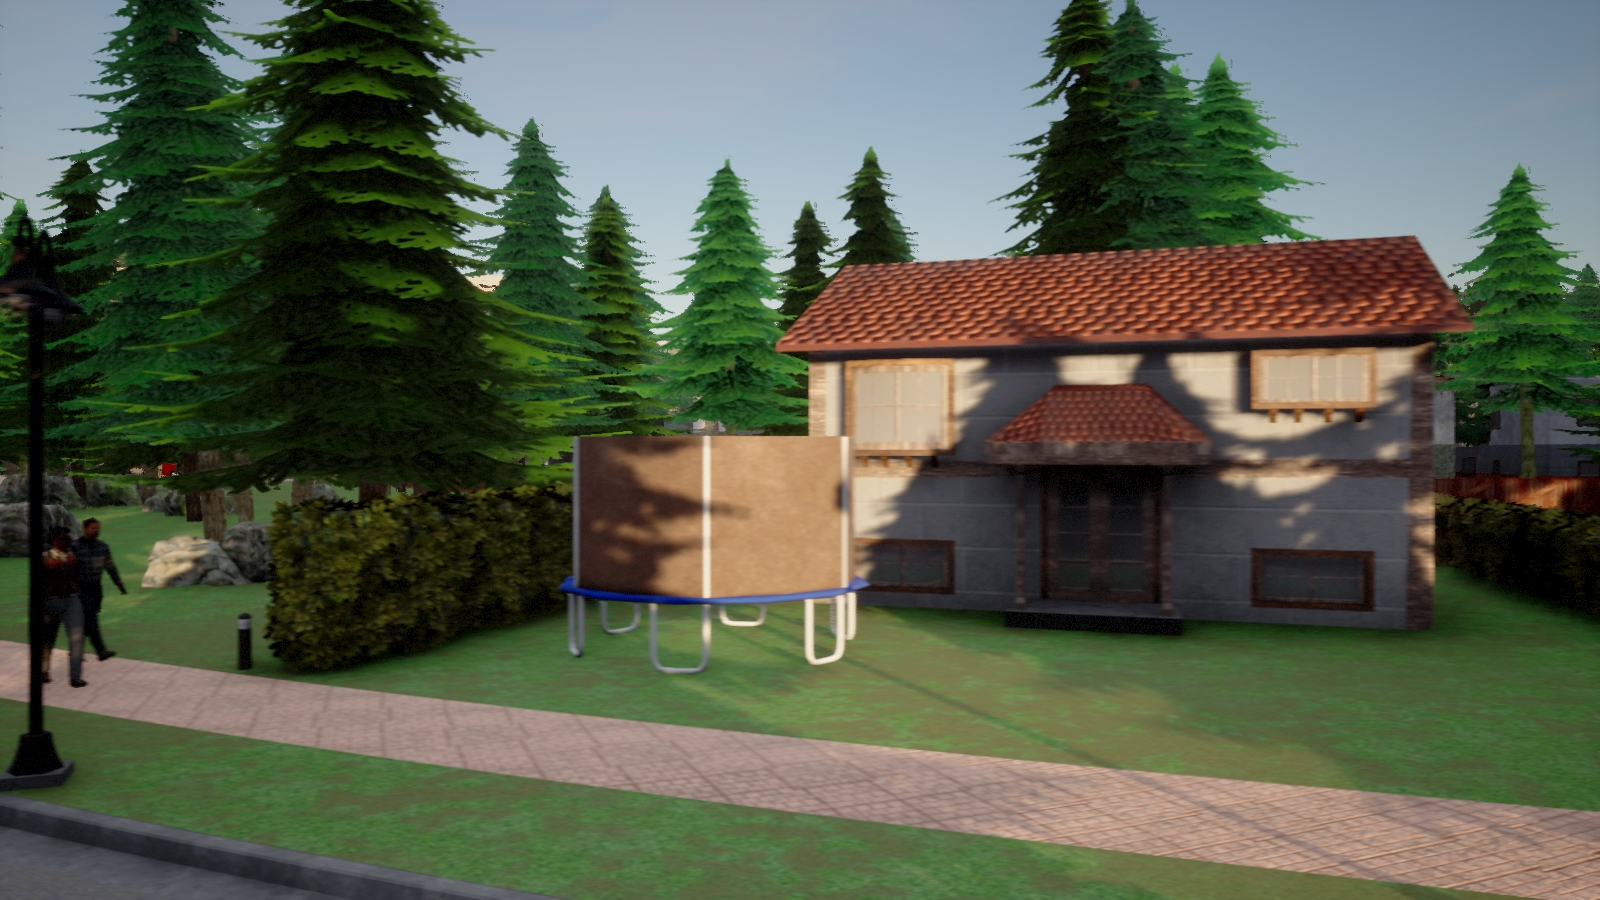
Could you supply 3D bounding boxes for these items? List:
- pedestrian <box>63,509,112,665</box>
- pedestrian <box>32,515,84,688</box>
[{"bbox_3d":[-8.768,1.664,14.059,0.375,1.860,0.375,0,0,27],"label":"pedestrian"},{"bbox_3d":[-8.268,1.665,12.733,0.375,1.860,0.375,0,0,34],"label":"pedestrian"}]
